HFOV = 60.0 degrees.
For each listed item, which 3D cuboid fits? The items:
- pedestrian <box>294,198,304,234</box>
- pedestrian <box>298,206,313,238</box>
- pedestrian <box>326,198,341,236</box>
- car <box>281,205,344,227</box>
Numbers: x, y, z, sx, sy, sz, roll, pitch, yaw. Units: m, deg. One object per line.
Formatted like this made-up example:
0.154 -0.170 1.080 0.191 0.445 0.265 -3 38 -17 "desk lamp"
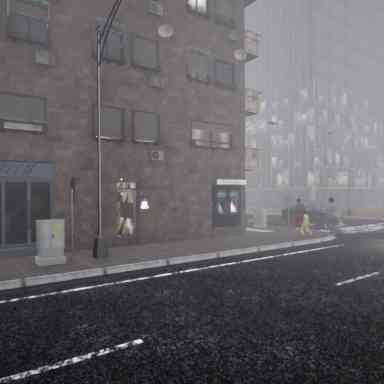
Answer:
5.307 1.144 16.338 0.375 1.860 0.375 -1 0 -35 "pedestrian"
5.262 1.420 15.330 0.375 1.300 0.375 -1 0 -35 "pedestrian"
6.635 1.141 15.616 0.375 1.860 0.375 -1 0 -35 "pedestrian"
9.012 1.722 25.312 2.128 1.511 4.902 -1 -1 -33 "car"
